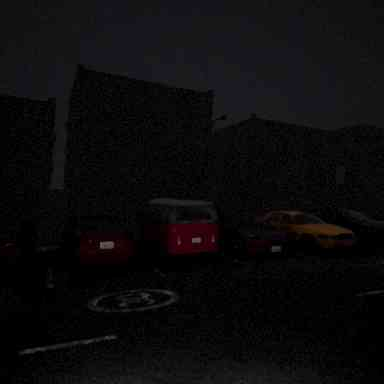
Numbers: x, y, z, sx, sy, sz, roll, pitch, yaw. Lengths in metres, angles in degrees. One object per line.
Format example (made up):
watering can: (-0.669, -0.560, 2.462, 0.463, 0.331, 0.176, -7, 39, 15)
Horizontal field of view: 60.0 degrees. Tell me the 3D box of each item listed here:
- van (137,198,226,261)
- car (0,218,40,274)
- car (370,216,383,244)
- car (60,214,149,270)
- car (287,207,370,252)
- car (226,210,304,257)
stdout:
van: (-0.729, 1.255, 12.437, 1.878, 1.987, 4.442, 0, 0, -24)
car: (-5.830, 1.493, 10.107, 2.163, 1.488, 4.792, 0, 0, -24)
car: (7.015, 1.508, 15.707, 2.097, 1.535, 5.008, 0, 0, -24)
car: (-3.263, 1.502, 11.232, 2.163, 1.488, 4.792, 0, 0, -24)
car: (4.527, 1.496, 14.409, 1.946, 1.575, 5.366, 0, 0, -24)
car: (1.896, 1.520, 13.428, 2.163, 1.488, 4.792, 0, 0, -24)
